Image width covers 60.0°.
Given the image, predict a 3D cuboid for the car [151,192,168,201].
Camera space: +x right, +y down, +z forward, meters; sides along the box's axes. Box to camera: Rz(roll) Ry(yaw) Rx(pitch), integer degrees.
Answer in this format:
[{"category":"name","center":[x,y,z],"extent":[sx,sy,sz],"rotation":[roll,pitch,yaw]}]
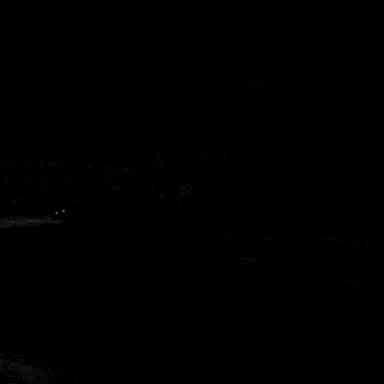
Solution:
[{"category":"car","center":[-3.781,0.833,52.027],"extent":[1.837,1.490,4.892],"rotation":[0,0,32]}]

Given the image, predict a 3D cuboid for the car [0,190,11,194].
[{"category":"car","center":[-20.114,0.811,31.959],"extent":[2.150,2.045,5.566],"rotation":[0,1,31]}]

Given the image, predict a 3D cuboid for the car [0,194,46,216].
[{"category":"car","center":[-14.060,1.138,28.446],"extent":[1.837,1.490,4.892],"rotation":[0,1,31]}]

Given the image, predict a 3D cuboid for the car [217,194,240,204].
[{"category":"car","center":[5.116,0.962,46.451],"extent":[1.994,1.385,4.181],"rotation":[0,1,32]}]

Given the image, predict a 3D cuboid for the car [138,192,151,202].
[{"category":"car","center":[-6.679,0.808,53.988],"extent":[1.837,1.490,4.892],"rotation":[0,1,32]}]

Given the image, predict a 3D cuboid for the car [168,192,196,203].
[{"category":"car","center":[-1.139,0.882,49.646],"extent":[1.812,1.442,4.674],"rotation":[0,1,32]}]

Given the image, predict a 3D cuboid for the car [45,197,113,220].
[{"category":"car","center":[-8.042,1.183,24.871],"extent":[1.837,1.490,4.892],"rotation":[0,1,31]}]
